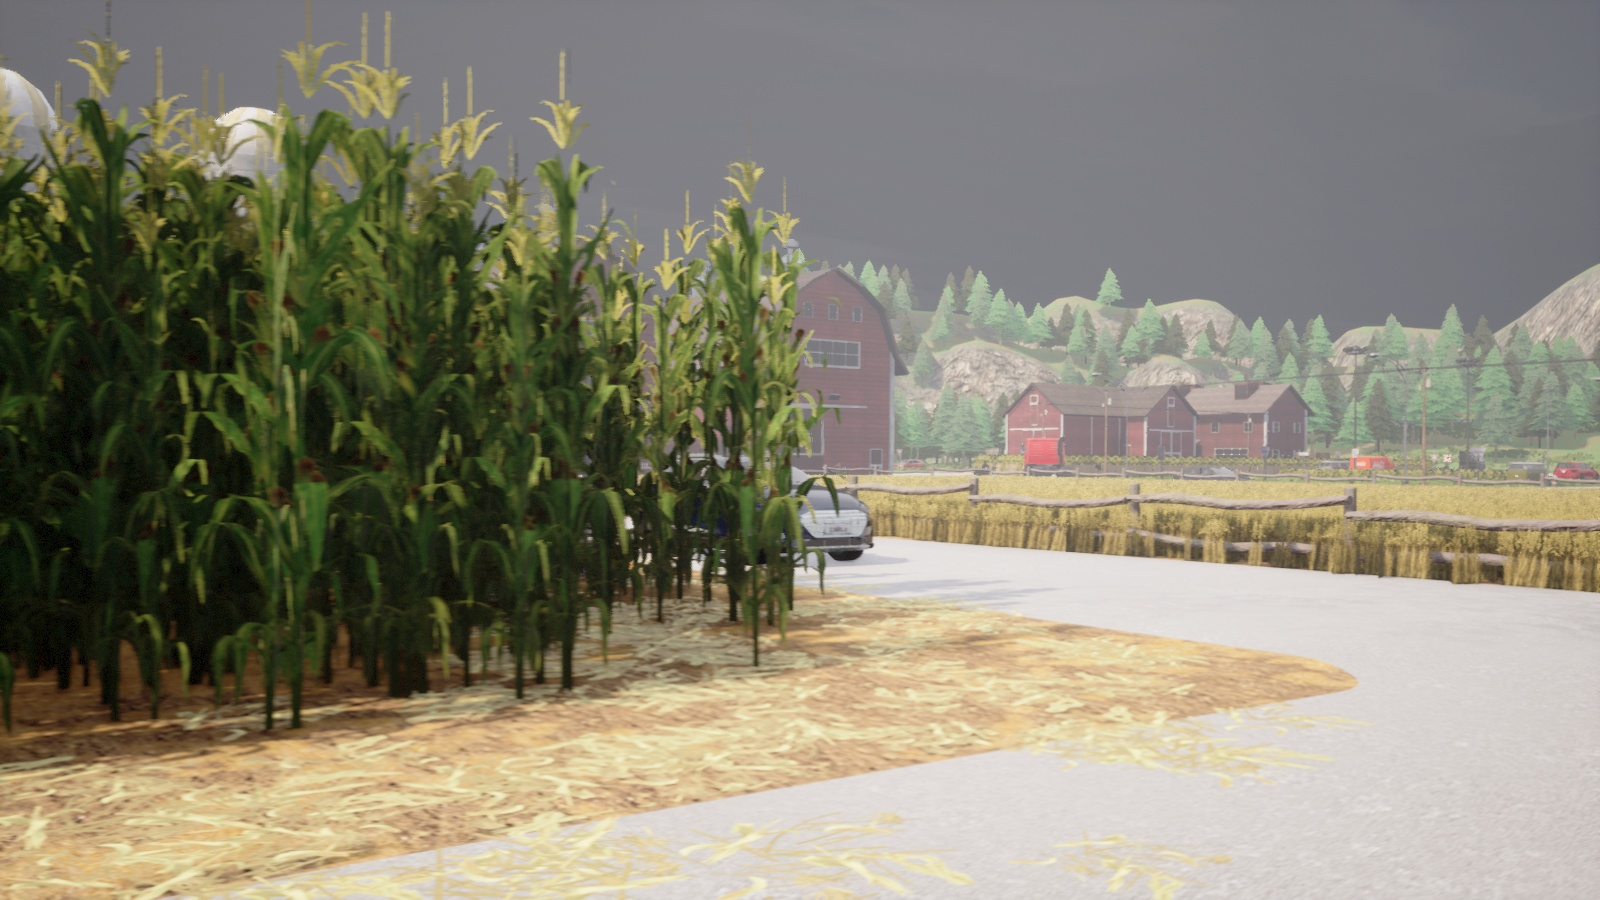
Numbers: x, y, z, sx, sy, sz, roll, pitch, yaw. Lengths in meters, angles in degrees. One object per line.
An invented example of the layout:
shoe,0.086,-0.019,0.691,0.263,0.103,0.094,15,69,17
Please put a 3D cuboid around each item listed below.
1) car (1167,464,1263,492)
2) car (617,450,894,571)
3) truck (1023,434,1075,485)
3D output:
car,23.336,1.554,70.804,2.163,1.488,4.792,1,0,-35
car,-0.848,0.857,19.634,2.033,1.649,4.856,1,-1,-35
truck,17.795,0.655,90.165,2.891,3.462,7.936,0,0,5
